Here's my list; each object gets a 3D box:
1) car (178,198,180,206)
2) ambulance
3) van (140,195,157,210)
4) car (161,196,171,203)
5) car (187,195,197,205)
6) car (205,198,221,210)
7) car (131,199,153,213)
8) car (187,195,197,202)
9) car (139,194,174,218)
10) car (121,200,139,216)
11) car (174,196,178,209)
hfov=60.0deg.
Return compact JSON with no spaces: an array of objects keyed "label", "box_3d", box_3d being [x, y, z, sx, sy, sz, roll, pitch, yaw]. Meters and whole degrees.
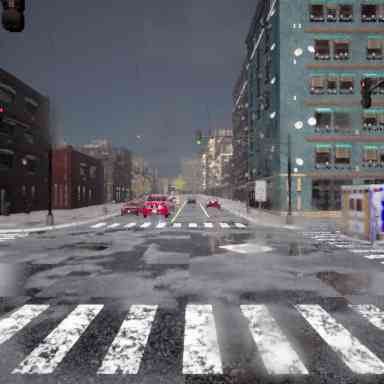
[{"label":"car","box_3d":[-3.076,1.491,55.550,1.882,1.535,5.008,0,1,0]},{"label":"ambulance","box_3d":[8.998,0.922,12.417,6.366,2.431,2.351,-1,-1,0]},{"label":"van","box_3d":[-5.673,1.352,43.930,1.690,1.788,3.998,1,0,0]},{"label":"car","box_3d":[-5.678,1.601,72.363,1.802,1.307,4.206,1,0,0]},{"label":"car","box_3d":[0.000,1.562,60.231,2.033,1.411,5.357,0,0,0]},{"label":"car","box_3d":[2.705,1.451,43.991,1.967,1.590,4.097,1,0,0]},{"label":"car","box_3d":[-5.677,1.554,38.243,1.887,1.381,4.507,1,0,0]},{"label":"car","box_3d":[-0.001,1.403,70.657,1.994,1.385,4.181,0,0,0]},{"label":"car","box_3d":[-3.107,1.229,30.347,2.150,2.045,5.566,0,0,0]},{"label":"car","box_3d":[-5.753,1.553,32.561,1.887,1.381,4.507,1,0,0]},{"label":"car","box_3d":[-3.089,1.536,42.043,1.812,1.442,4.674,0,0,0]}]
